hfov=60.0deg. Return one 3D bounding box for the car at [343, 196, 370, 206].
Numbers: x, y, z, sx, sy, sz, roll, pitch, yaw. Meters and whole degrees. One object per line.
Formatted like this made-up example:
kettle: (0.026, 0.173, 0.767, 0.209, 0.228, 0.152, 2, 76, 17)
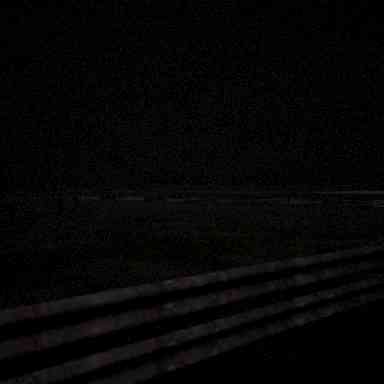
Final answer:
car: (28.607, 1.437, 57.111, 4.892, 1.490, 1.837, 0, 2, 31)
